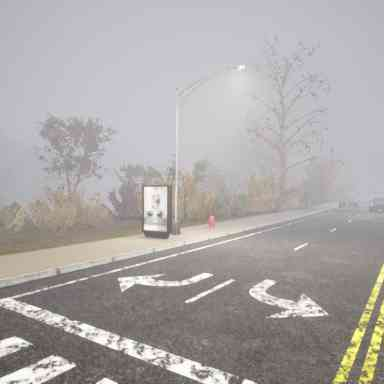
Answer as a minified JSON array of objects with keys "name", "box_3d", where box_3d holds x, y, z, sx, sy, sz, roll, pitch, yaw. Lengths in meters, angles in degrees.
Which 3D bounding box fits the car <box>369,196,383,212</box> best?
[{"name":"car","box_3d":[21.539,1.393,38.046,2.097,1.767,4.553,0,0,31]}]

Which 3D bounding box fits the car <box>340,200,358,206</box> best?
[{"name":"car","box_3d":[18.726,1.244,39.674,1.994,1.385,4.181,0,0,31]}]
